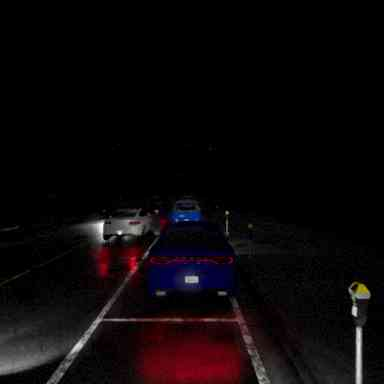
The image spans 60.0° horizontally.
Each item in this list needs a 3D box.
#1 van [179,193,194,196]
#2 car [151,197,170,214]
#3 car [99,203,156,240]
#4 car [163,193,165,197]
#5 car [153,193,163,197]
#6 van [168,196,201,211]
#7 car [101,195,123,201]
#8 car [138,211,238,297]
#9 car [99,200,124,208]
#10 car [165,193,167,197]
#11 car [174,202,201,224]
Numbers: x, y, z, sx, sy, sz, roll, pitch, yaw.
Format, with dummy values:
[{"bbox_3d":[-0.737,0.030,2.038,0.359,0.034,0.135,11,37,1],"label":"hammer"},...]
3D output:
[{"bbox_3d":[-0.290,1.317,36.980,1.690,1.788,3.998,0,0,0],"label":"van"},{"bbox_3d":[-3.054,1.508,31.254,1.812,1.442,4.674,0,0,0],"label":"car"},{"bbox_3d":[-3.140,1.519,16.782,1.812,1.442,4.674,0,0,0],"label":"car"},{"bbox_3d":[-8.815,1.450,86.079,2.008,1.369,4.403,0,0,0],"label":"car"},{"bbox_3d":[-8.815,1.432,80.459,1.752,1.417,4.829,0,0,0],"label":"car"},{"bbox_3d":[-0.290,1.333,19.998,1.690,1.788,3.998,0,0,0],"label":"van"},{"bbox_3d":[-8.815,1.291,36.940,2.192,1.841,5.009,0,0,0],"label":"car"},{"bbox_3d":[-0.005,1.475,8.650,1.882,1.535,5.008,0,0,0],"label":"car"},{"bbox_3d":[-6.246,1.586,28.518,1.895,1.301,4.718,0,0,0],"label":"car"},{"bbox_3d":[-8.815,1.438,91.530,1.887,1.381,4.507,0,0,0],"label":"car"},{"bbox_3d":[-0.290,1.532,25.659,1.887,1.381,4.507,0,0,0],"label":"car"}]
